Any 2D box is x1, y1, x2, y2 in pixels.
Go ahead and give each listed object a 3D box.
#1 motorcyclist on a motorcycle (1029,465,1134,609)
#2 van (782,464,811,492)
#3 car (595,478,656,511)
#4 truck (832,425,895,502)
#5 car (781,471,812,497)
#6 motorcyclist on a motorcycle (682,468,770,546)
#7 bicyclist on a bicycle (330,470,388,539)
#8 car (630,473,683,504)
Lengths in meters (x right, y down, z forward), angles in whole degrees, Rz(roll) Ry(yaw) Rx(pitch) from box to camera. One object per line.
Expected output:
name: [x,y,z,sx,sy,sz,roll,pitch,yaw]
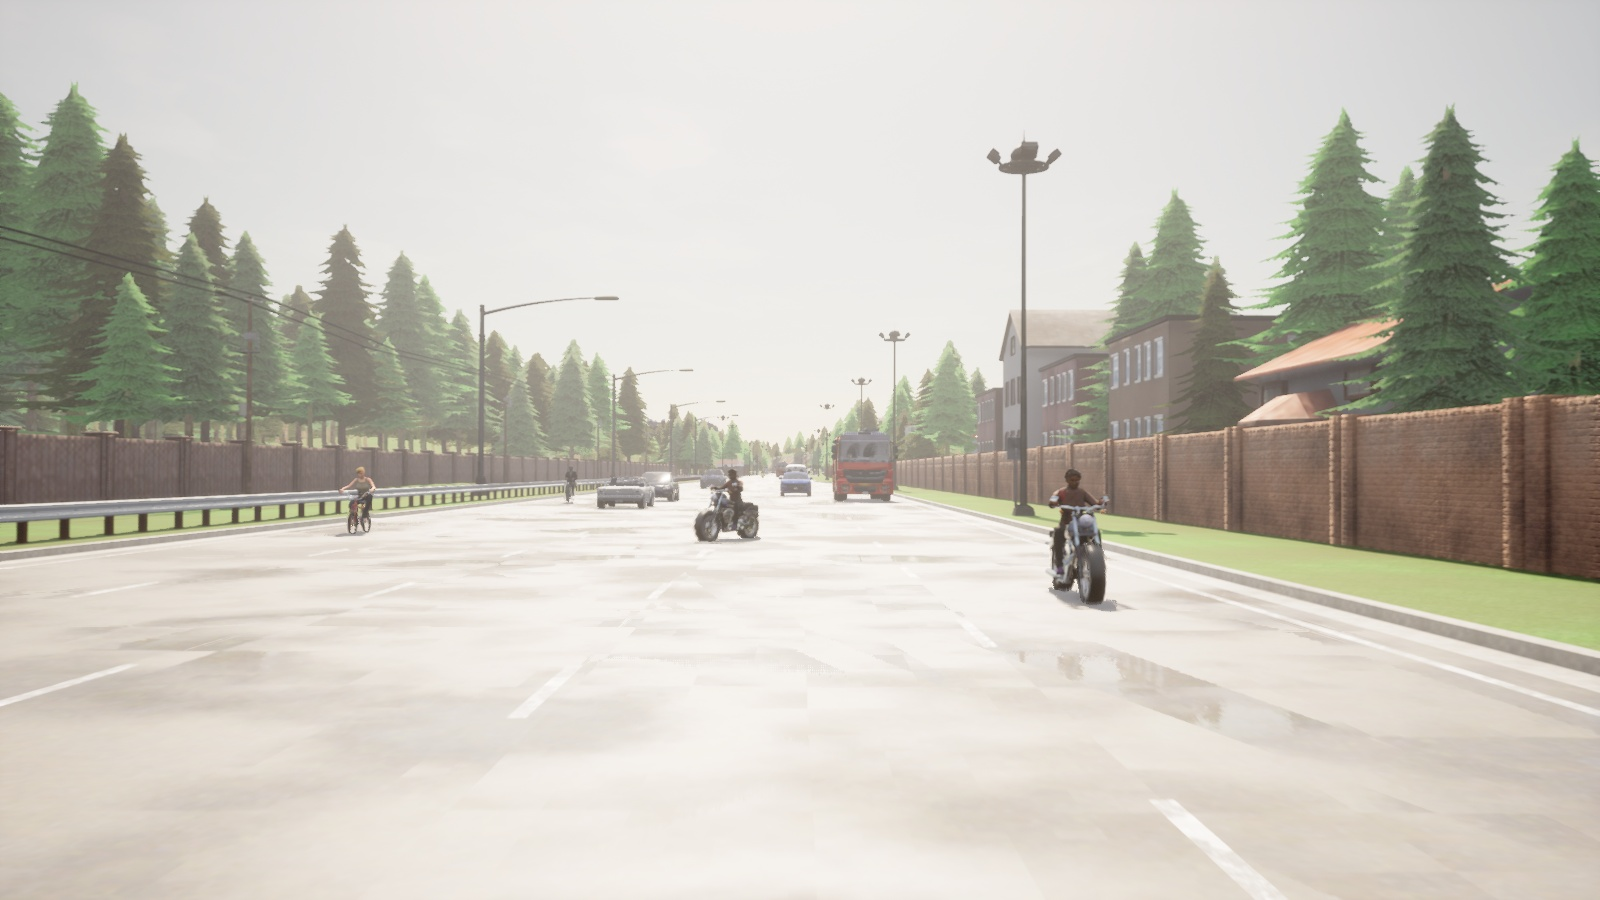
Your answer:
motorcyclist on a motorcycle: [3.455,1.011,15.608,0.766,1.649,2.350,0,-1,0]
van: [-0.279,2.089,93.227,2.069,2.038,4.480,0,-1,0]
car: [-7.155,1.807,51.942,1.895,1.301,4.718,0,-1,0]
truck: [3.295,0.752,67.086,2.891,3.827,8.468,0,-1,0]
car: [-0.233,2.087,77.858,1.882,1.535,5.008,0,-1,0]
motorcyclist on a motorcycle: [-1.616,1.236,27.982,0.766,1.649,2.350,-1,-1,30]
bicyclist on a bicycle: [-10.587,1.296,30.230,0.866,1.612,1.509,0,-1,0]
car: [-7.190,1.897,63.424,2.163,1.488,4.792,0,-1,0]
